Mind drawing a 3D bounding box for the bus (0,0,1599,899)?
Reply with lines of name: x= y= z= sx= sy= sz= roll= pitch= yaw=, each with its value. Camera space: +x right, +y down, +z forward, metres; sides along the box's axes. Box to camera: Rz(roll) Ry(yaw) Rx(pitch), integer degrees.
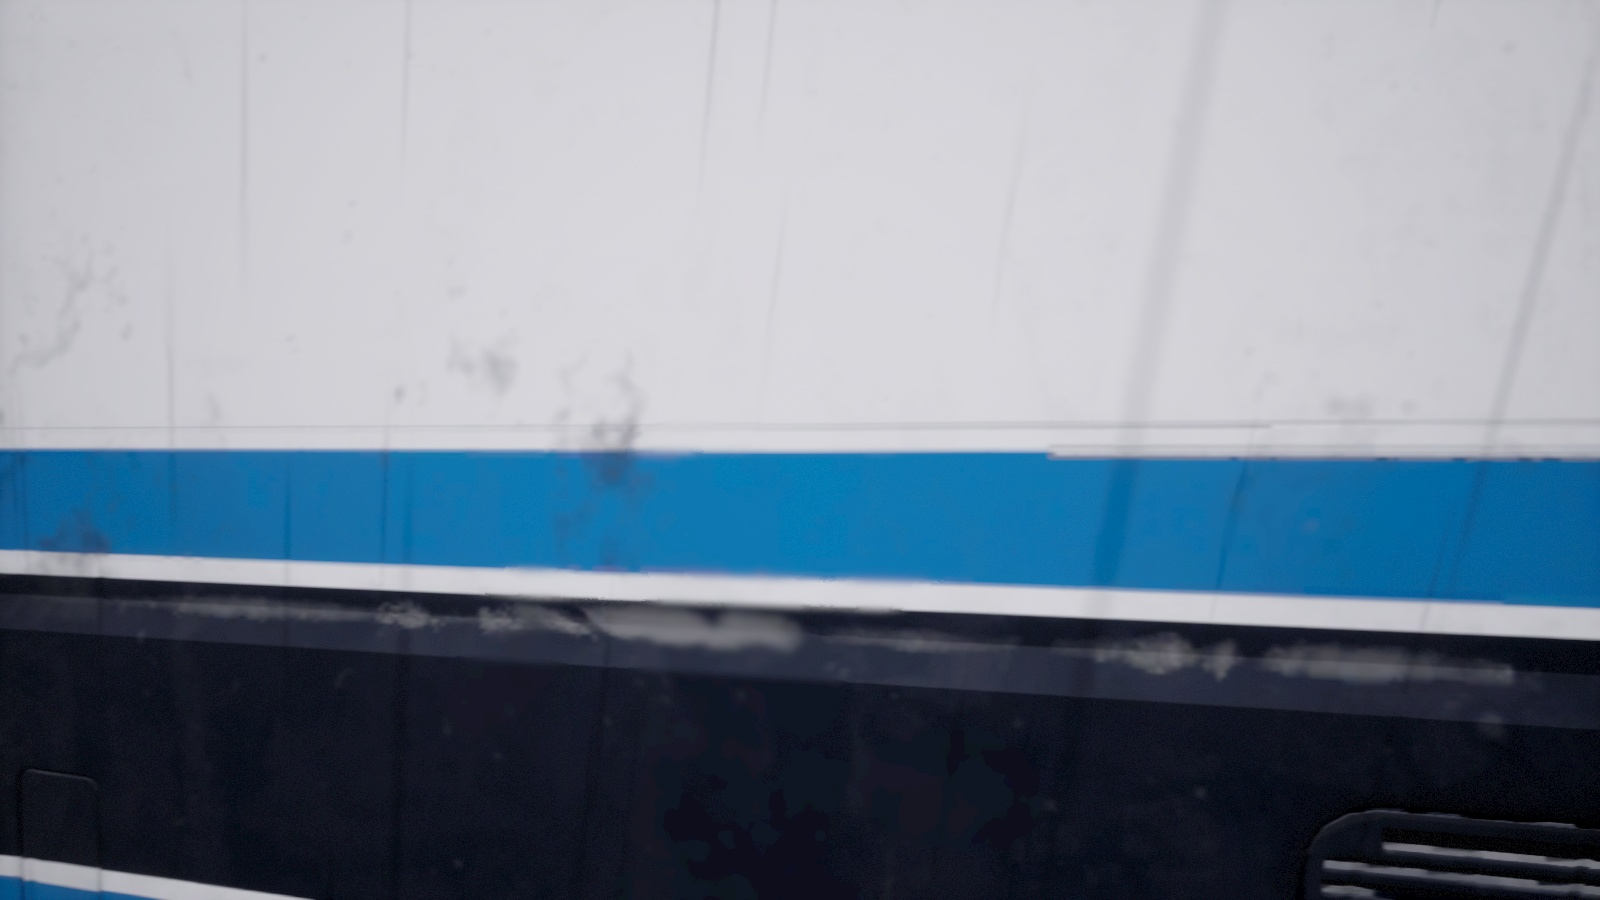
bus: x=0.844 y=-0.593 z=2.889 sx=10.273 sy=4.253 sz=3.944 roll=1 pitch=1 yaw=19
